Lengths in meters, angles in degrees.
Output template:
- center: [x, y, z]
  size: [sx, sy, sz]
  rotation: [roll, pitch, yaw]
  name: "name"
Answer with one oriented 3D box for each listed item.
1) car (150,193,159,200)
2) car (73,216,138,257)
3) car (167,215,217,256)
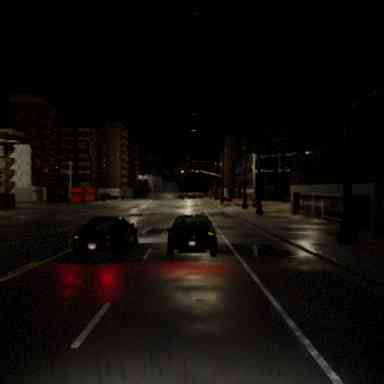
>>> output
- center: [-10.508, 1.301, 93.431]
  size: [2.150, 2.045, 5.566]
  rotation: [0, 0, 0]
  name: "car"
- center: [-3.481, 1.743, 13.936]
  size: [1.812, 1.442, 4.674]
  rotation: [0, -1, 0]
  name: "car"
- center: [0.023, 1.700, 14.277]
  size: [1.882, 1.535, 5.008]
  rotation: [0, -1, 0]
  name: "car"
